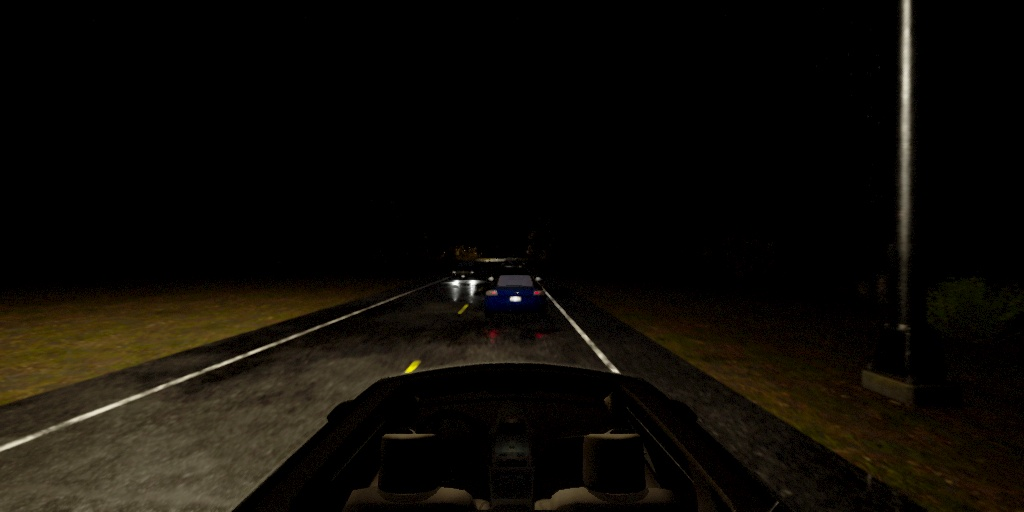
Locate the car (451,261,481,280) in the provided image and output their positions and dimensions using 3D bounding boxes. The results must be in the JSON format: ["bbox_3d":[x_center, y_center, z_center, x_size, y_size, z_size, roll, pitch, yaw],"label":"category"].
[{"bbox_3d":[-3.587,1.080,28.937,2.033,1.411,5.357,0,0,0],"label":"car"}]

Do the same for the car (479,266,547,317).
[{"bbox_3d":[0.103,1.227,12.666,1.994,1.385,4.181,0,0,0],"label":"car"}]

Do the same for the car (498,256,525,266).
[{"bbox_3d":[0.105,1.012,30.469,2.128,1.511,4.902,0,0,0],"label":"car"}]
